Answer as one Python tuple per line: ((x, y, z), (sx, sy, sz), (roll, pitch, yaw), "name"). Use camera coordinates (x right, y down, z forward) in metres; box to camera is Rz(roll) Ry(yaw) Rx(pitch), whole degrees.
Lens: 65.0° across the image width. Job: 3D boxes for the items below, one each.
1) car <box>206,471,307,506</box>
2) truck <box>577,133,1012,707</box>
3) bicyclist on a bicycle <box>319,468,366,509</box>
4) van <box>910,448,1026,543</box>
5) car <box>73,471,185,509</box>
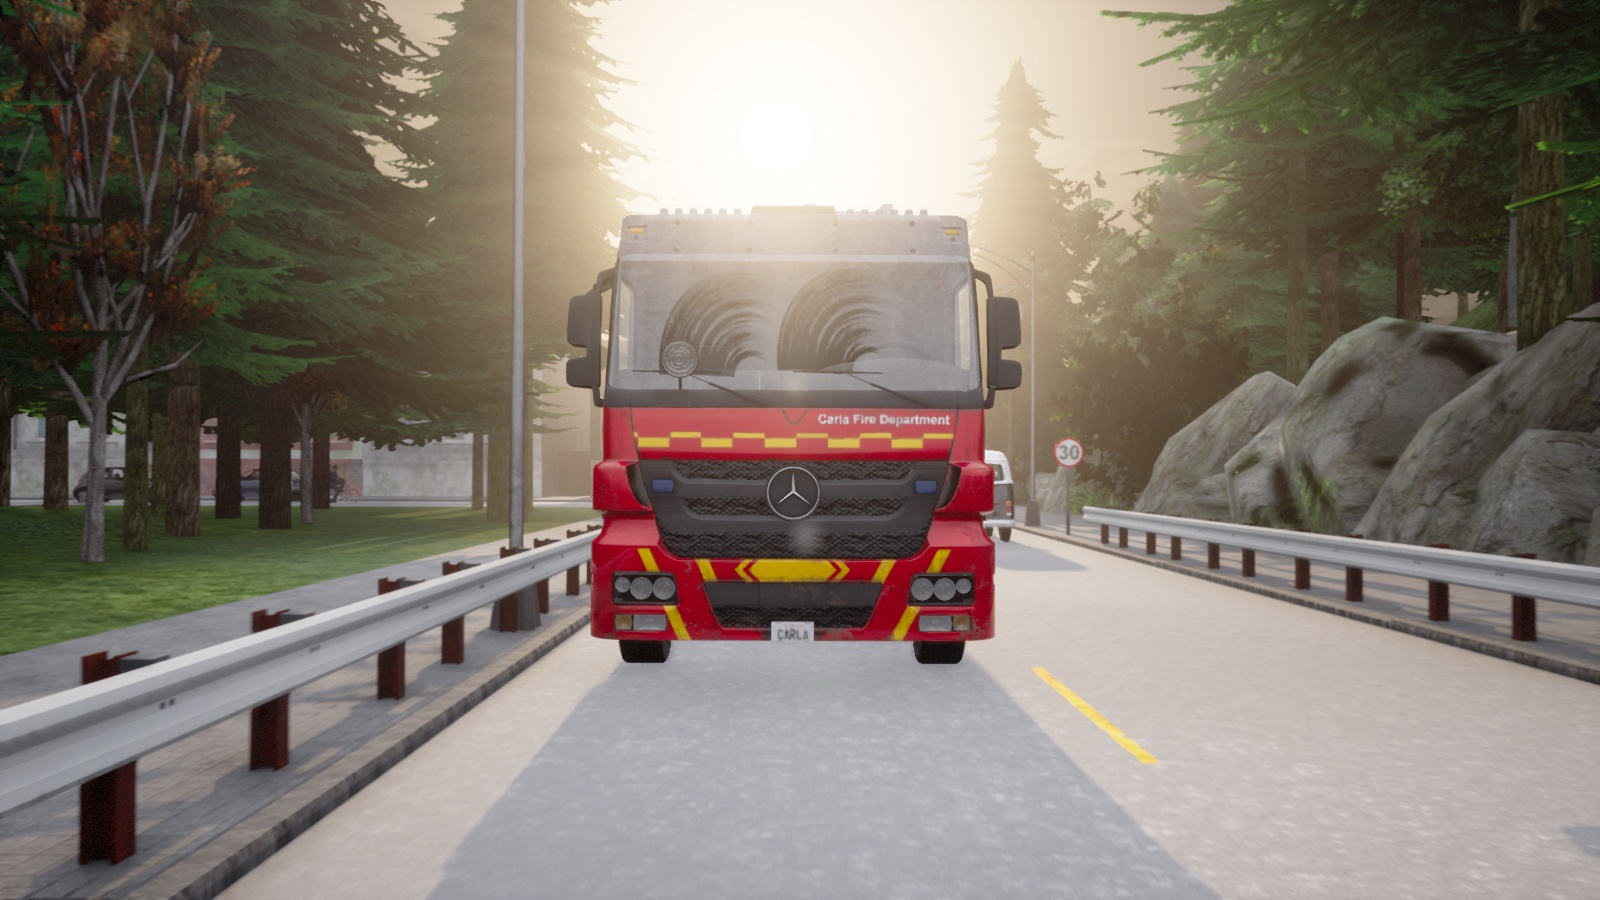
((-25.779, 1.815, 59.670), (3.988, 1.617, 1.851), (0, -1, 0), "car")
((-0.066, -0.139, 12.617), (2.891, 3.827, 8.468), (0, -1, 0), "truck")
((-20.268, 1.698, 55.673), (1.843, 1.776, 0.659), (0, -1, 0), "bicyclist on a bicycle")
((3.836, 1.016, 29.447), (2.069, 2.038, 4.480), (0, -1, 0), "van")
((-29.706, 1.764, 55.670), (3.988, 1.617, 1.851), (0, -1, 0), "car")
